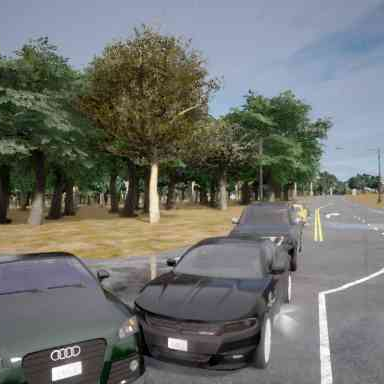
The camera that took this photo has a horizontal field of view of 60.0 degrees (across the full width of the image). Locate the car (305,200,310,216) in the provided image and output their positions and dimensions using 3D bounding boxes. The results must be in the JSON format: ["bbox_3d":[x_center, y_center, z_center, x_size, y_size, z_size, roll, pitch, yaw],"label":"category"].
[{"bbox_3d":[9.292,1.724,29.567,1.812,1.442,4.674,-1,0,21],"label":"car"}]

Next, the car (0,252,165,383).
[{"bbox_3d":[-2.309,1.643,4.967,1.994,1.385,4.181,1,-2,-33],"label":"car"}]

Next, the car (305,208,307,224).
[{"bbox_3d":[5.085,1.774,18.309,1.895,1.301,4.718,-1,0,21],"label":"car"}]

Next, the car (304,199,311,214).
[{"bbox_3d":[11.319,1.562,34.943,2.097,1.767,4.553,-1,0,21],"label":"car"}]

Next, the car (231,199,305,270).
[{"bbox_3d":[2.858,1.459,12.405,2.150,2.045,5.566,-2,0,21],"label":"car"}]

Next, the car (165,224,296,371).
[{"bbox_3d":[0.737,1.613,6.264,1.882,1.535,5.008,-1,-2,21],"label":"car"}]

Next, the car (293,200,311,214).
[{"bbox_3d":[13.315,1.747,40.153,1.812,1.442,4.674,-1,0,21],"label":"car"}]

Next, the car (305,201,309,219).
[{"bbox_3d":[7.233,1.664,24.063,1.882,1.535,5.008,-1,0,21],"label":"car"}]
